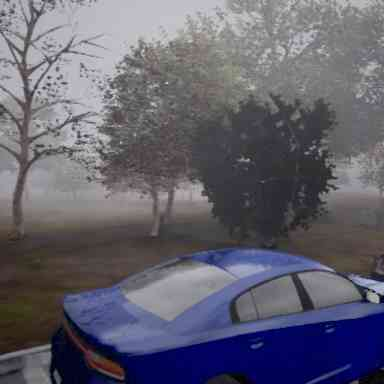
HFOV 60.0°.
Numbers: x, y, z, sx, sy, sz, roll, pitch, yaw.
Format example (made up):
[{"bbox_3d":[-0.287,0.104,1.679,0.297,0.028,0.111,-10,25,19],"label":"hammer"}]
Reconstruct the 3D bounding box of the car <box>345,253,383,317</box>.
[{"bbox_3d":[5.907,1.551,6.945,4.892,1.521,2.231,1,0,-26],"label":"car"}]
